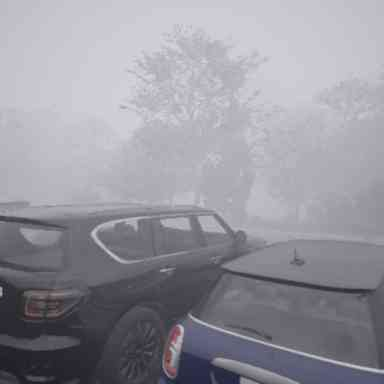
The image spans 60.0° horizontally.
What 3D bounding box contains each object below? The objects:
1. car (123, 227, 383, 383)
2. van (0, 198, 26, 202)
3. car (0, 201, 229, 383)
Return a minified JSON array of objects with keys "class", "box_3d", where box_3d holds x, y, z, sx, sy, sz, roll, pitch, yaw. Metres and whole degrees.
[{"class":"car","box_3d":[1.677,1.349,3.911,2.185,1.767,4.553,0,0,35]},{"class":"van","box_3d":[-7.411,1.182,10.283,1.878,1.987,4.442,0,0,35]},{"class":"car","box_3d":[-0.545,1.205,5.568,2.435,2.045,5.566,0,0,35]}]
